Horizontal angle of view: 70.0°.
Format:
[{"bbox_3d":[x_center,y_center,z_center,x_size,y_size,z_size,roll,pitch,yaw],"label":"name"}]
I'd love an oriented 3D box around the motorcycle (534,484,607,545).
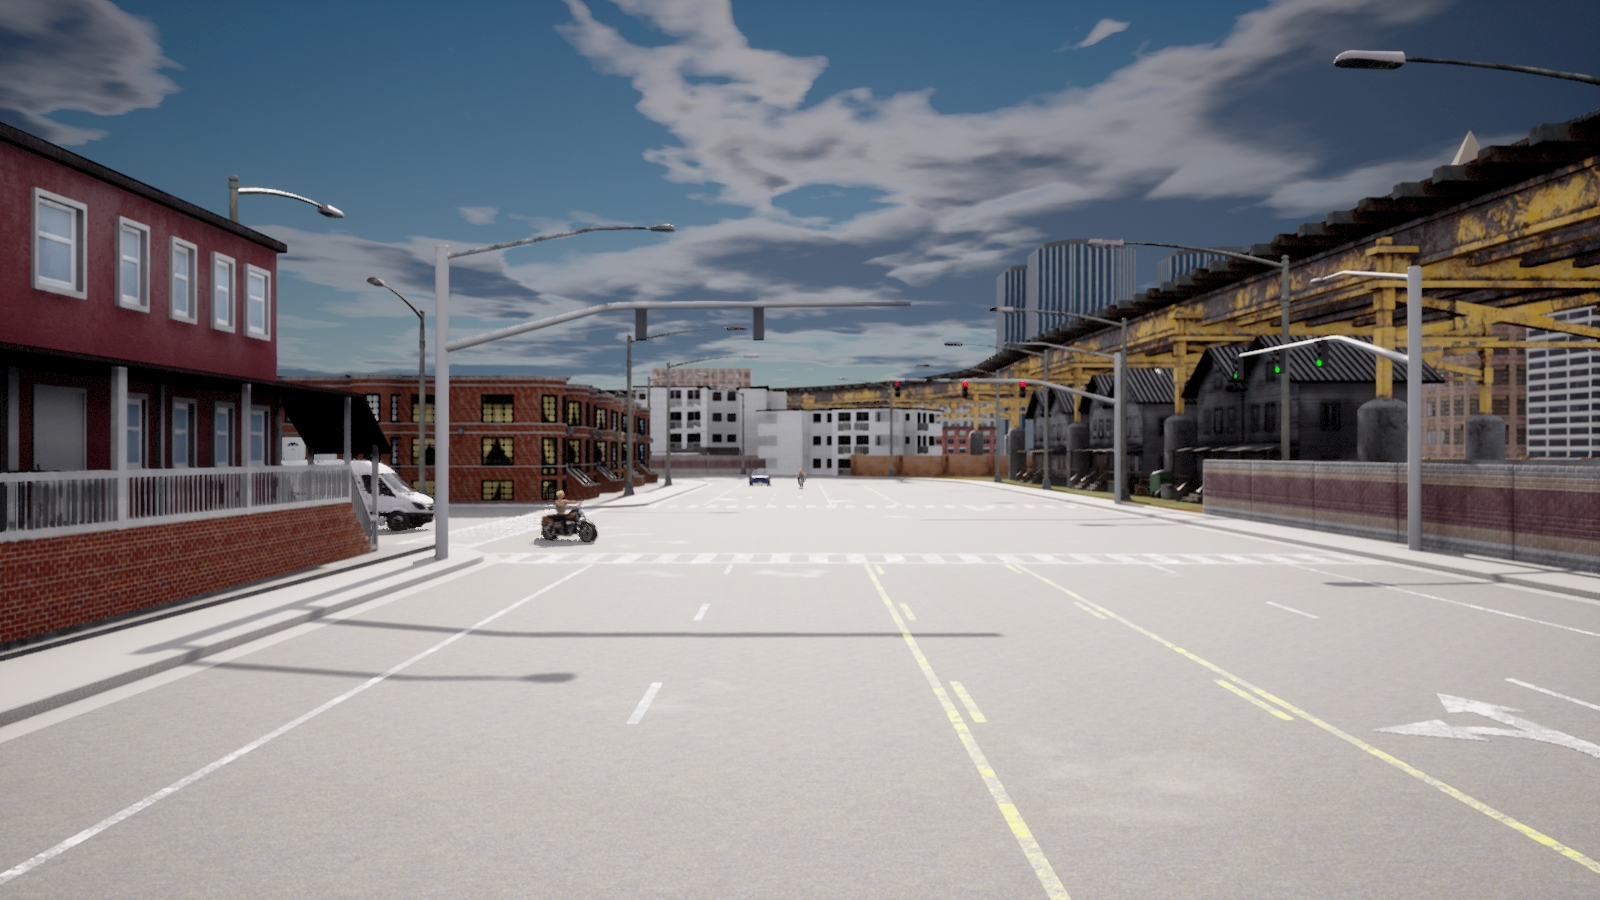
[{"bbox_3d":[-7.274,2.008,36.160,2.356,1.802,0.764,0,2,33],"label":"motorcycle"}]
